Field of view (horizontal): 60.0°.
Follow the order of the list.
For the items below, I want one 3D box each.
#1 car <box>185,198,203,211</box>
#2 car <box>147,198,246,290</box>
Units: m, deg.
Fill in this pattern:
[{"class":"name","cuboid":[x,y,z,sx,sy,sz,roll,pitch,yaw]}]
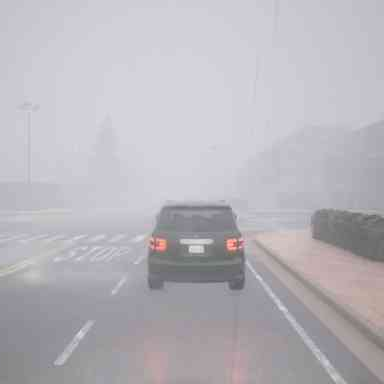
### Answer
[{"class":"car","cuboid":[0.235,1.487,41.119,2.128,1.511,4.902,0,0,1]},{"class":"car","cuboid":[0.119,1.220,9.221,2.150,2.045,5.566,0,0,1]}]
